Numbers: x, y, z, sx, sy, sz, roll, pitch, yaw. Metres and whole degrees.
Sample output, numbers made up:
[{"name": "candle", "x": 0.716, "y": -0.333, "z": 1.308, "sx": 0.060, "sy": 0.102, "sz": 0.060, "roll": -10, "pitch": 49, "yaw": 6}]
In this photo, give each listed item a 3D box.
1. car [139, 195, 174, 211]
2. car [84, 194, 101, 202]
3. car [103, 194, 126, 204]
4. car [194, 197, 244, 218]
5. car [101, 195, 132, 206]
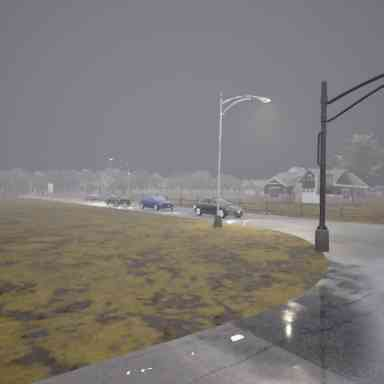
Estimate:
[{"name": "car", "x": -3.739, "y": 1.083, "z": 34.617, "sx": 1.882, "sy": 1.535, "sz": 5.008, "roll": 2, "pitch": 0, "yaw": -36}, {"name": "car", "x": -18.194, "y": 1.007, "z": 61.142, "sx": 2.033, "sy": 1.411, "sz": 5.357, "roll": 2, "pitch": -1, "yaw": -35}, {"name": "car", "x": -12.396, "y": 1.087, "z": 52.991, "sx": 1.994, "sy": 1.385, "sz": 4.181, "roll": 2, "pitch": -1, "yaw": -35}, {"name": "car", "x": 2.056, "y": 1.226, "z": 26.470, "sx": 1.837, "sy": 1.490, "sz": 4.892, "roll": 2, "pitch": 0, "yaw": -35}, {"name": "car", "x": -9.529, "y": 1.108, "z": 42.770, "sx": 1.895, "sy": 1.301, "sz": 4.718, "roll": 2, "pitch": -1, "yaw": -35}]
